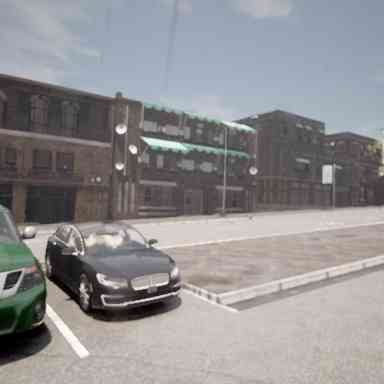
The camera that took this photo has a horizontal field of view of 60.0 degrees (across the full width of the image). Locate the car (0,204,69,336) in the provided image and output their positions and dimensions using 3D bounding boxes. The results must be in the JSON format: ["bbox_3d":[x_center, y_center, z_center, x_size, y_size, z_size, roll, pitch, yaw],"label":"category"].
[{"bbox_3d":[-4.378,1.228,6.232,2.435,2.045,5.566,-1,0,-35],"label":"car"}]

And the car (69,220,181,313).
[{"bbox_3d":[-2.114,1.463,7.884,2.231,1.521,4.892,0,0,-35],"label":"car"}]
